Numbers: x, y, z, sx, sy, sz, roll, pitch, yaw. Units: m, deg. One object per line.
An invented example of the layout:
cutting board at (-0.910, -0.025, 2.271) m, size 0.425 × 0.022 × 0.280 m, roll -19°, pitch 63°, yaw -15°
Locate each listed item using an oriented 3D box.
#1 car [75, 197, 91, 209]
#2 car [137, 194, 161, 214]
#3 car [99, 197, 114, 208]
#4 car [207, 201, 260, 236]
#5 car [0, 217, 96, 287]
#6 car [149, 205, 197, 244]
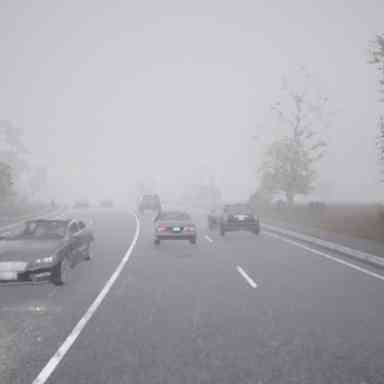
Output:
car at (-15.270, 1.525, 46.391) m, size 1.882 × 1.535 × 5.008 m, roll 0°, pitch 0°, yaw -19°
car at (-4.772, 1.255, 36.603) m, size 2.150 × 2.045 × 5.566 m, roll 0°, pitch 0°, yaw -15°
car at (-12.971, 1.528, 50.352) m, size 1.882 × 1.535 × 5.008 m, roll 0°, pitch 0°, yaw -20°
car at (2.205, 1.360, 18.802) m, size 2.097 × 1.767 × 4.553 m, roll 0°, pitch 0°, yaw -7°
car at (-4.070, 1.507, 9.478) m, size 2.128 × 1.511 × 4.902 m, roll 0°, pitch 0°, yaw -4°
car at (-0.921, 1.560, 16.015) m, size 2.033 × 1.411 × 5.357 m, roll 0°, pitch 0°, yaw -7°
